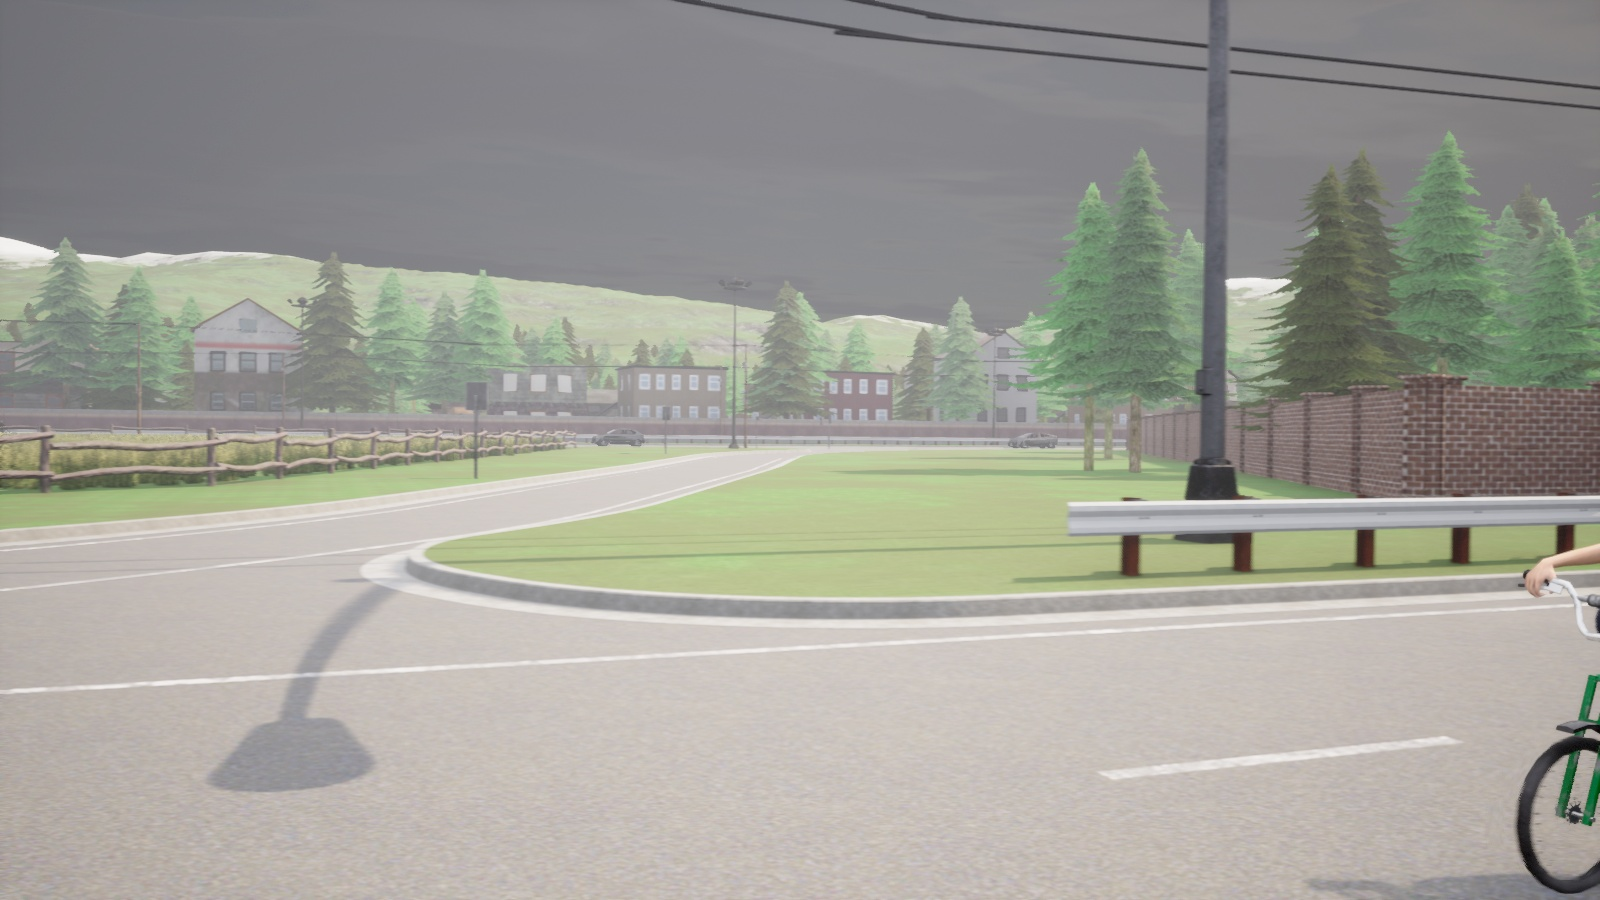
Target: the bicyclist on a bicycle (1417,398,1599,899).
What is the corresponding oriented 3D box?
[{"bbox_3d":[3.095,0.629,4.408,1.509,1.612,0.866,-1,1,-21],"label":"bicyclist on a bicycle"}]
